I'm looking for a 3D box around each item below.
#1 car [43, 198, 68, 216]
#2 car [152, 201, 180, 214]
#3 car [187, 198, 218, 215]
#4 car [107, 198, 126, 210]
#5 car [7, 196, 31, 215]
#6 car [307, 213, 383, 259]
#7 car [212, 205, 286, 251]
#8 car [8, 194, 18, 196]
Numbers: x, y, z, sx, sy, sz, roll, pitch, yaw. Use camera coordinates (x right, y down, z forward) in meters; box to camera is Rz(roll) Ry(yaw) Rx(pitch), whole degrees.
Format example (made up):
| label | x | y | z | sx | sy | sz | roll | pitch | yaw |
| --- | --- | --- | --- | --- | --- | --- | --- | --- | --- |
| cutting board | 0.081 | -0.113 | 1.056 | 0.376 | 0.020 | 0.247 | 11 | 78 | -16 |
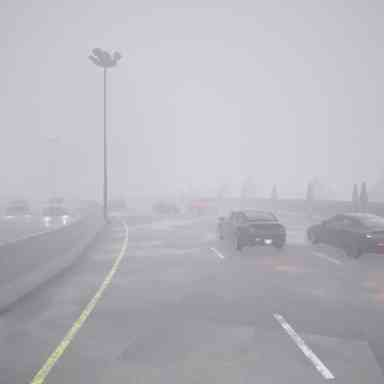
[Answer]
| label | x | y | z | sx | sy | sz | roll | pitch | yaw |
| --- | --- | --- | --- | --- | --- | --- | --- | --- | --- |
| car | -13.488 | 1.351 | 32.966 | 2.097 | 1.767 | 4.553 | 0 | 0 | -22 |
| car | -2.825 | 1.599 | 35.020 | 1.895 | 1.301 | 4.718 | 0 | 0 | -20 |
| car | 1.038 | 1.351 | 34.459 | 2.097 | 1.767 | 4.553 | 0 | 0 | -18 |
| car | -9.866 | 1.490 | 42.636 | 2.128 | 1.511 | 4.902 | 0 | 0 | -25 |
| car | -17.677 | 1.477 | 34.068 | 1.882 | 1.535 | 5.008 | 0 | 0 | -23 |
| car | 6.128 | 1.525 | 12.610 | 1.812 | 1.442 | 4.674 | 0 | 0 | -7 |
| car | 2.378 | 1.504 | 14.265 | 1.837 | 1.490 | 4.892 | 0 | 0 | -8 |
| car | -36.290 | 1.236 | 67.500 | 1.837 | 1.490 | 4.892 | 0 | 0 | -45 |
